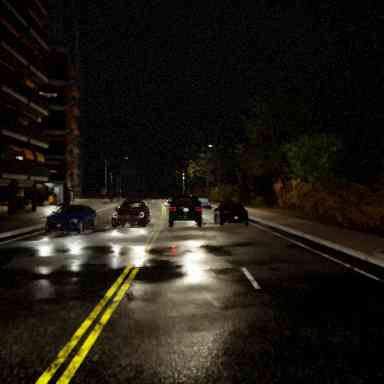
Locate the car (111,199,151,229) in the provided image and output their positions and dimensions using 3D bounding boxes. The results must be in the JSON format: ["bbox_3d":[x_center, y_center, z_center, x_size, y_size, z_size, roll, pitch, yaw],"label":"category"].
[{"bbox_3d":[-3.895,1.358,21.845,2.097,1.767,4.553,0,0,-2],"label":"car"}]

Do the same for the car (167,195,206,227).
[{"bbox_3d":[-0.517,1.223,23.240,2.150,2.045,5.566,0,0,-3],"label":"car"}]

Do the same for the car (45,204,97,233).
[{"bbox_3d":[-7.064,1.486,19.881,1.882,1.535,5.008,0,0,-2],"label":"car"}]

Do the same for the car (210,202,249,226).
[{"bbox_3d":[2.694,1.477,23.687,1.882,1.535,5.008,0,0,-3],"label":"car"}]

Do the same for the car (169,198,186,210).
[{"bbox_3d":[-2.024,1.544,44.548,2.033,1.411,5.357,0,0,-5],"label":"car"}]

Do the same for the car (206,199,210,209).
[{"bbox_3d":[1.286,1.540,43.883,2.033,1.411,5.357,0,0,-5],"label":"car"}]
